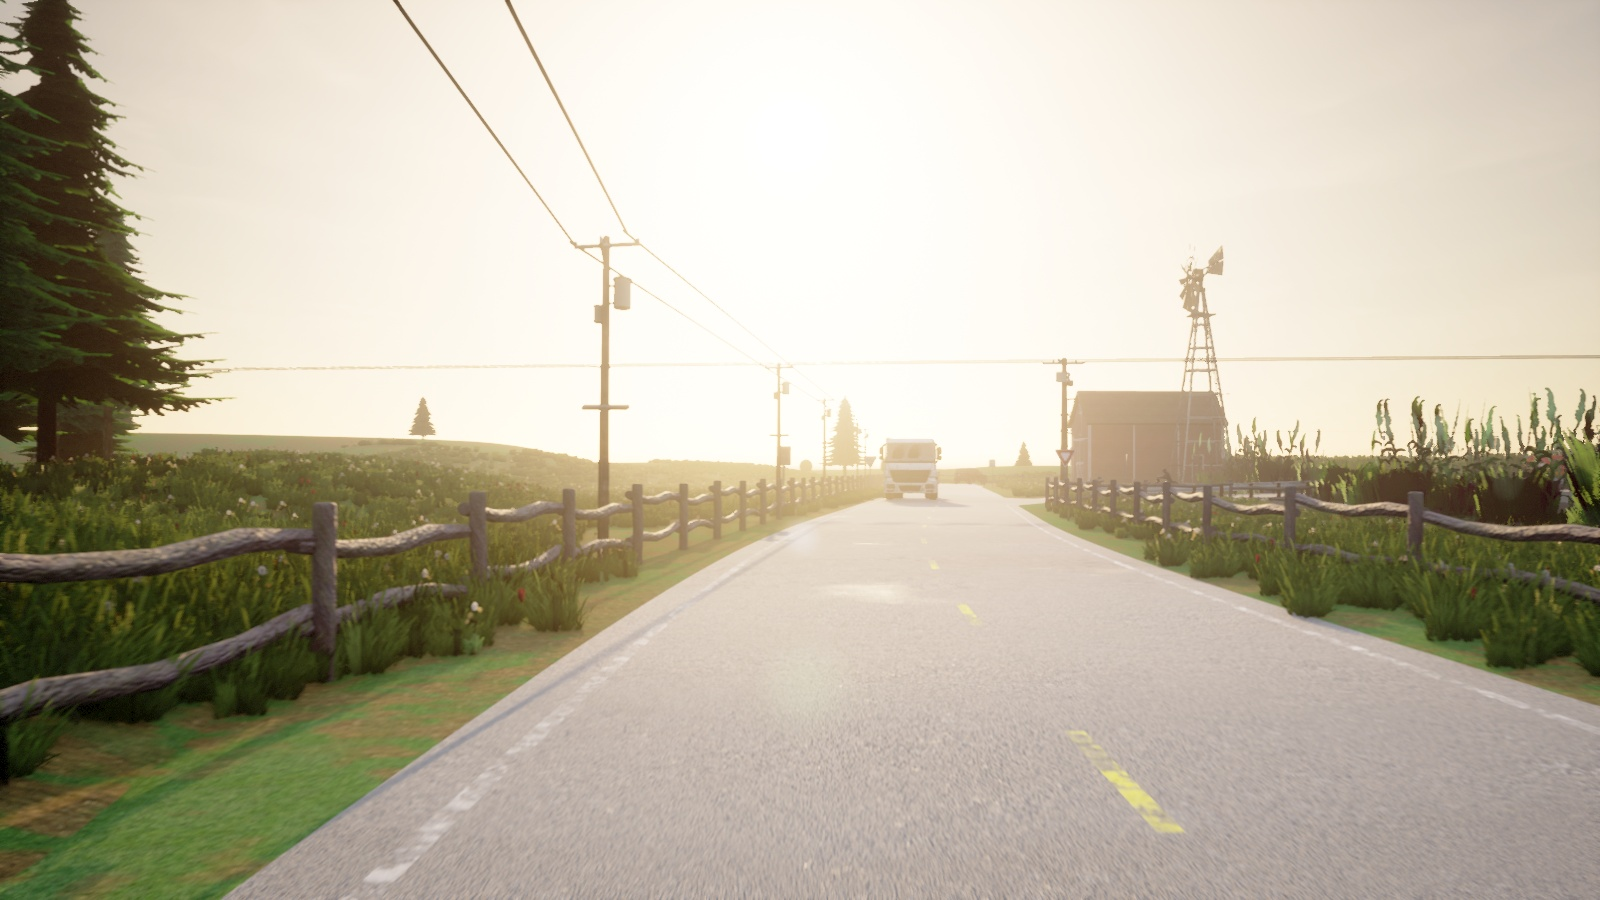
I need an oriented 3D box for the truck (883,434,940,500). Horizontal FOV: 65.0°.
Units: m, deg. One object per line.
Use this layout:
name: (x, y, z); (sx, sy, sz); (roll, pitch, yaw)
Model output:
truck: (6.381, 0.989, 70.793); (2.891, 3.462, 7.936); (-1, -1, 7)
